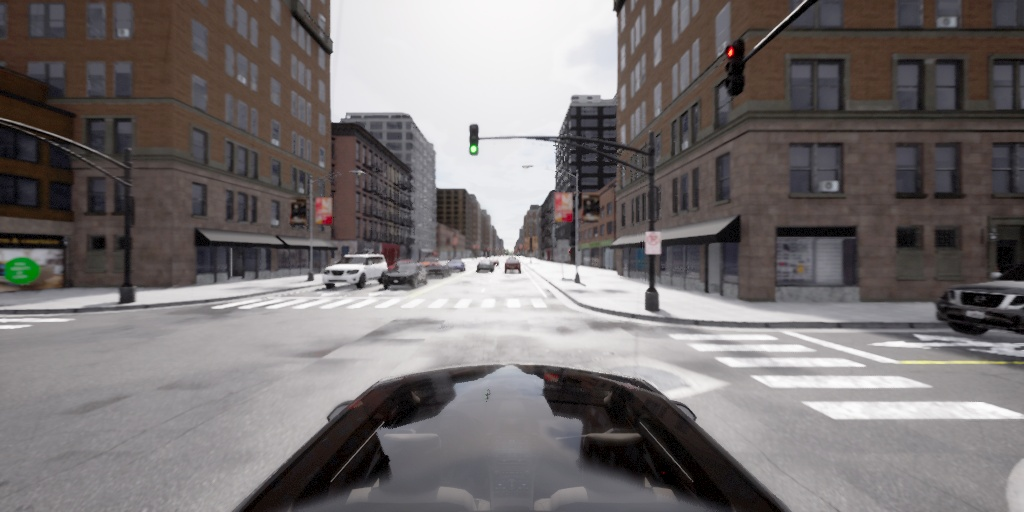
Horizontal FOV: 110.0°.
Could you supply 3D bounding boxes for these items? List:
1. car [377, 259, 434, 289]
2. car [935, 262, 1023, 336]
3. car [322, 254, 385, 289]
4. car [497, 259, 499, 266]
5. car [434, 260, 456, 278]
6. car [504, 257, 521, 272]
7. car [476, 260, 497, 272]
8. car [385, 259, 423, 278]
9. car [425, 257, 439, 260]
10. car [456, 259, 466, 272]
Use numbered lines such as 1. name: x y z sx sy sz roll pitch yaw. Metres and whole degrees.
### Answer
1. car: -6.601 1.159 22.796 1.882 1.535 5.008 0 0 -1
2. car: 13.371 0.985 8.200 5.566 2.045 2.150 0 0 0
3. car: -9.831 0.904 23.049 2.150 2.045 5.566 0 0 2
4. car: -3.197 1.133 63.291 1.895 1.301 4.718 0 0 0
5. car: -6.583 1.249 32.135 1.895 1.301 4.718 0 0 0
6. car: 0.081 1.085 42.262 1.882 1.535 5.008 0 0 0
7. car: -3.171 1.170 43.352 1.994 1.385 4.181 0 0 0
8. car: -9.827 1.124 33.050 1.882 1.535 5.008 0 0 0
9. car: -9.771 0.962 42.970 2.097 1.767 4.553 0 0 0
10. car: -6.520 1.137 42.216 1.812 1.442 4.674 0 0 0
